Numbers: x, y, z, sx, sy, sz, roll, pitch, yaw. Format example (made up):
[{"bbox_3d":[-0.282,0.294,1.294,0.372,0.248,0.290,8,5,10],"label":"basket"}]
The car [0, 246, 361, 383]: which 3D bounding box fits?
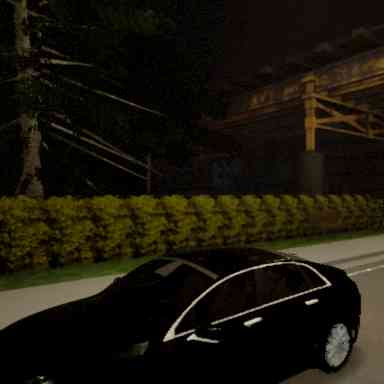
[{"bbox_3d":[0.159,1.513,4.073,4.892,1.490,1.837,0,0,-35],"label":"car"}]
